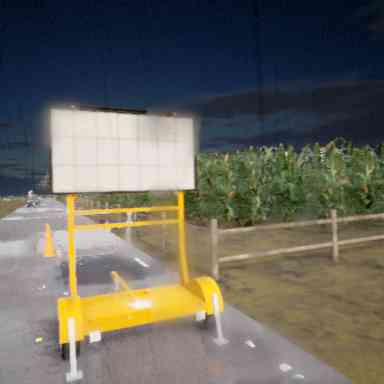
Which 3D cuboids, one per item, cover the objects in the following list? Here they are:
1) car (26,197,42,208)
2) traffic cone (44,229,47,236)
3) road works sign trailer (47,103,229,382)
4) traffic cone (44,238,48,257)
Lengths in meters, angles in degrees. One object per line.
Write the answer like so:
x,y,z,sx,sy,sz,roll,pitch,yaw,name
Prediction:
-24.677,1.601,52.005,1.837,1.490,4.892,-2,1,-24,car
-5.786,1.926,13.396,0.340,0.580,0.340,-2,1,-24,traffic cone
-1.098,0.412,5.626,2.380,3.560,2.880,-2,1,-24,road works sign trailer
-4.974,1.927,11.568,0.340,0.580,0.340,-2,1,-24,traffic cone
